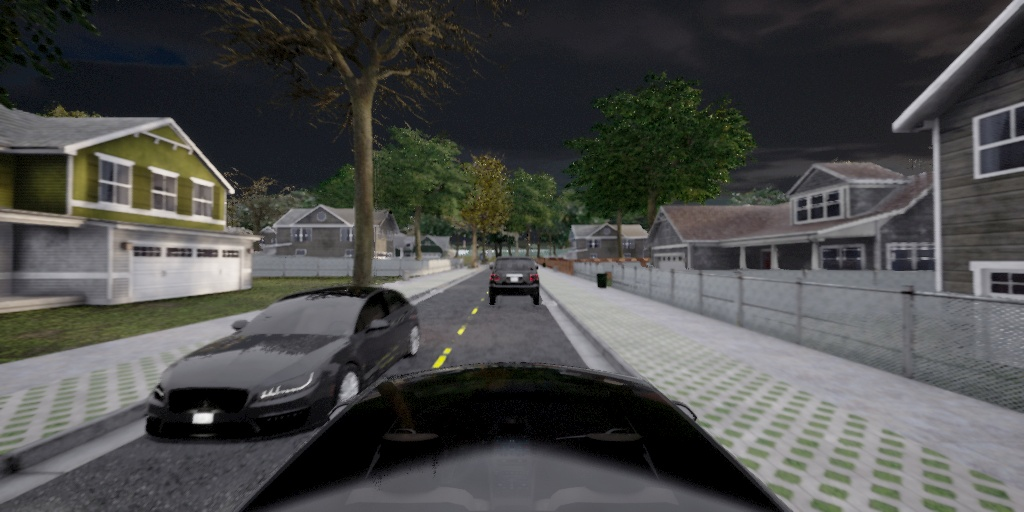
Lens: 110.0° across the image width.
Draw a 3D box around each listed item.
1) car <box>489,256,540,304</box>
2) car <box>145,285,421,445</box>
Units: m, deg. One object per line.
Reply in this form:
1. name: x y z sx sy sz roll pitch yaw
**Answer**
1. car: 0.102 1.024 16.834 2.150 2.045 5.566 0 0 0
2. car: -2.829 1.272 5.724 1.837 1.490 4.892 0 -1 0
